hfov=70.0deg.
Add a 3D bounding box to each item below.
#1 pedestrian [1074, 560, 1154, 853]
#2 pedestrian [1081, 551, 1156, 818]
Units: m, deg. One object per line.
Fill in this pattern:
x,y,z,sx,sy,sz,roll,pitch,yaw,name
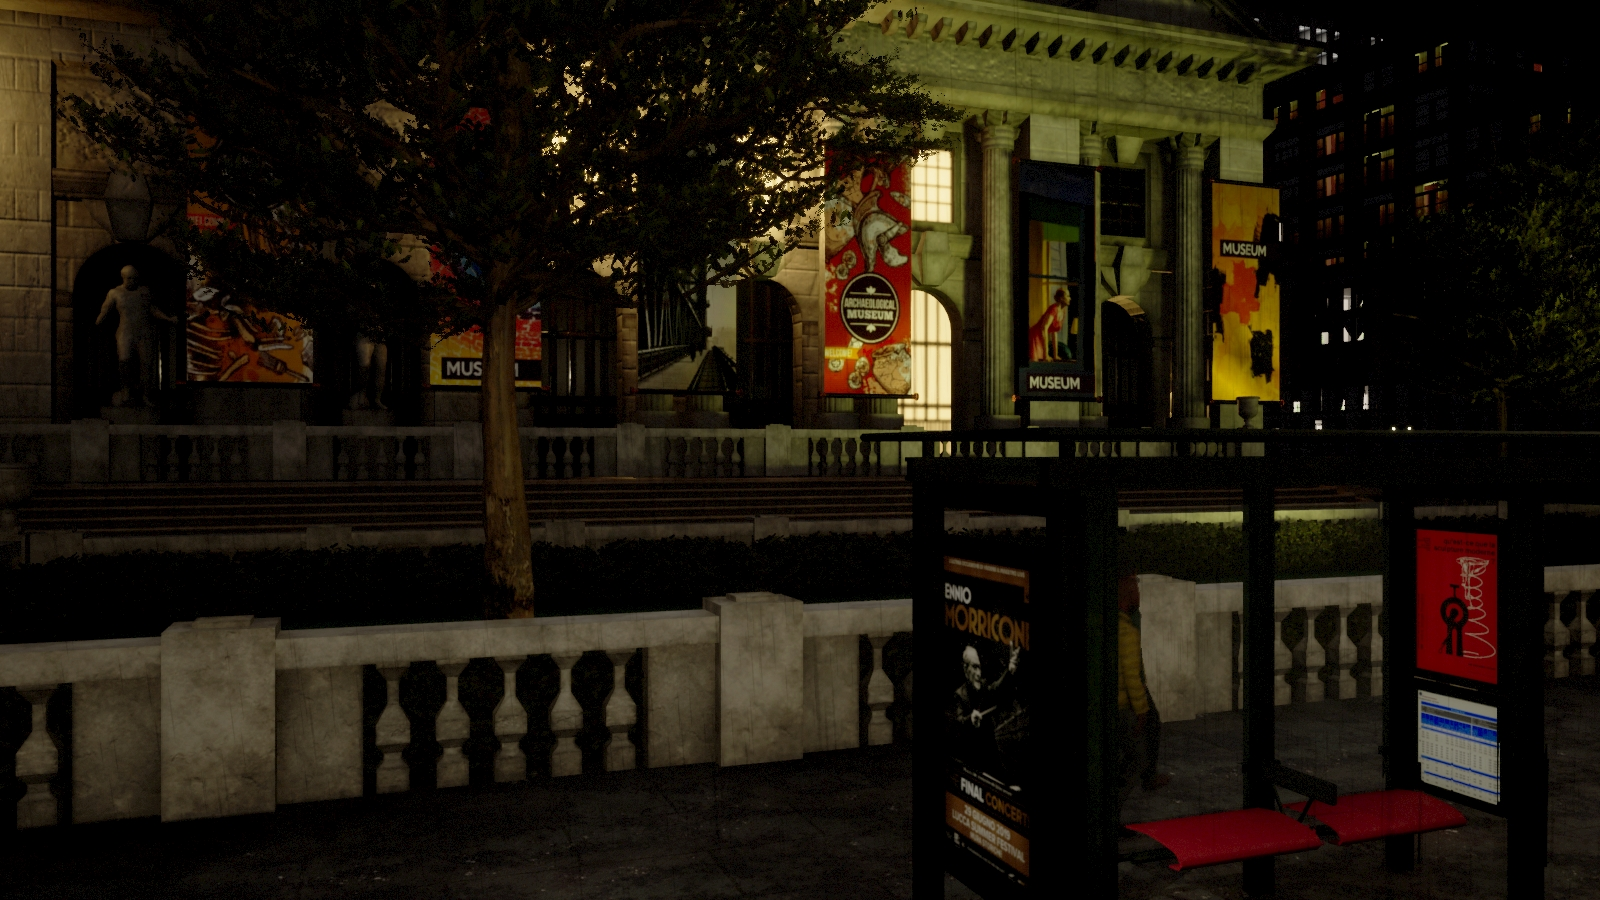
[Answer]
2.111,1.697,7.692,0.375,1.860,0.375,0,0,-20,pedestrian
2.344,1.698,8.410,0.375,1.860,0.375,0,0,-30,pedestrian
